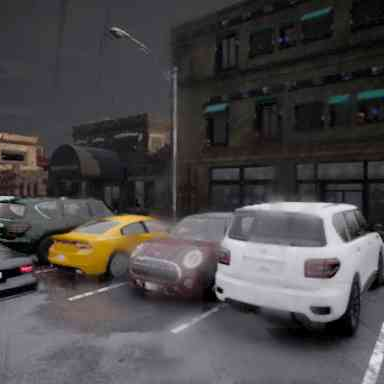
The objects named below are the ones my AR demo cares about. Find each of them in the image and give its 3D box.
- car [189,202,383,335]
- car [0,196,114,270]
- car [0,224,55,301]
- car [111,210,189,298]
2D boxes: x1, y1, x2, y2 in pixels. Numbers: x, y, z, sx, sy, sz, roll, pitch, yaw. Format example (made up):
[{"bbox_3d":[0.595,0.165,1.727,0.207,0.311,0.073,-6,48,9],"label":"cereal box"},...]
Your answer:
[{"bbox_3d":[2.607,1.226,7.130,2.435,2.045,5.566,0,0,35],"label":"car"},{"bbox_3d":[-4.130,1.209,11.935,2.435,2.045,5.566,0,0,35],"label":"car"},{"bbox_3d":[-5.527,1.531,7.327,5.357,1.411,2.033,0,0,36],"label":"car"},{"bbox_3d":[0.463,1.347,8.662,2.185,1.767,4.553,0,0,36],"label":"car"}]
